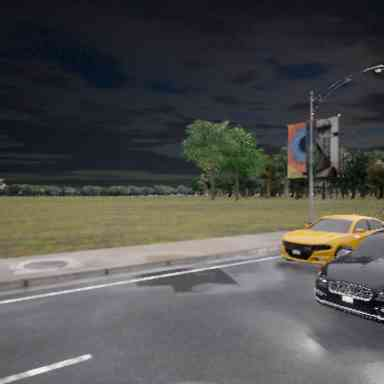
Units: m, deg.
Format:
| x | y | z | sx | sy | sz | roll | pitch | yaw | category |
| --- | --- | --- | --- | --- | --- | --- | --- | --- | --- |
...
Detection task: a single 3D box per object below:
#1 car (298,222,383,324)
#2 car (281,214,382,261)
| x | y | z | sx | sy | sz | roll | pitch | yaw | category |
| --- | --- | --- | --- | --- | --- | --- | --- | --- | --- |
| 4.565 | 1.542 | 6.943 | 4.892 | 1.490 | 1.837 | 0 | 0 | -36 | car |
| 5.136 | 1.530 | 11.344 | 5.008 | 1.535 | 1.882 | 0 | 0 | -36 | car |
